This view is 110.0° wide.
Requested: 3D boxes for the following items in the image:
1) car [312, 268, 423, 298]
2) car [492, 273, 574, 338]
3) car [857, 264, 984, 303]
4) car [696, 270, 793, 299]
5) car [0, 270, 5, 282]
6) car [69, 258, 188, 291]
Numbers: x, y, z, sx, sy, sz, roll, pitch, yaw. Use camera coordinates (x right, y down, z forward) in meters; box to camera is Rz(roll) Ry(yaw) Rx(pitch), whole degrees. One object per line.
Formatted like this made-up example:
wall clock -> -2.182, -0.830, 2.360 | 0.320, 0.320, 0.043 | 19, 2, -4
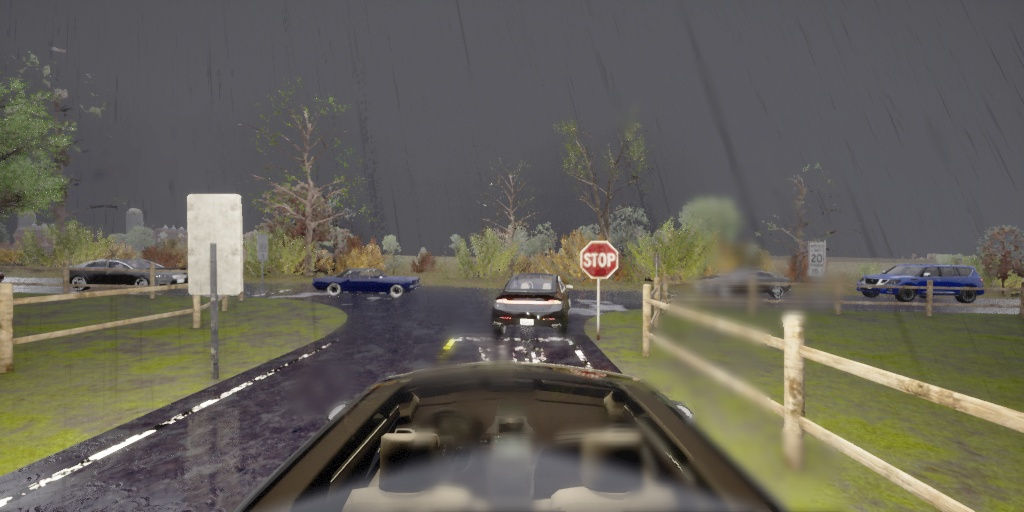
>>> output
car -> -6.810, 1.249, 17.323 | 4.718, 1.301, 1.895 | 1, 1, 0
car -> 0.713, 1.240, 10.285 | 2.128, 1.511, 4.902 | 0, 0, 9
car -> 22.914, 1.466, 20.214 | 5.566, 2.045, 2.150 | 1, 1, 0
car -> 13.018, 1.525, 20.233 | 4.902, 1.511, 2.128 | 1, 1, 0
car -> -27.781, 0.718, 17.365 | 4.674, 1.442, 1.812 | 1, 1, 0
car -> -18.478, 0.885, 17.350 | 4.902, 1.511, 2.128 | 1, 1, 0
